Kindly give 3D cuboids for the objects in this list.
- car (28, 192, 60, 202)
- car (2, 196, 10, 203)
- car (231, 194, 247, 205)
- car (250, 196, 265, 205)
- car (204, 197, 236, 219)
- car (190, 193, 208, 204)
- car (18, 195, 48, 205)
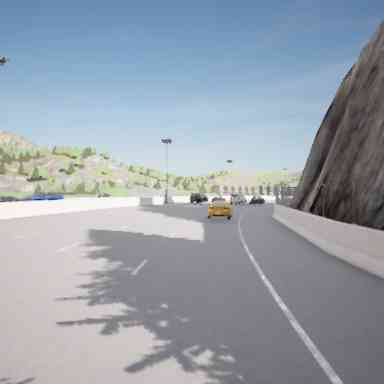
[{"bbox_3d":[-17.105,0.950,38.744,2.150,2.045,5.566,1,0,12],"label":"car"},{"bbox_3d":[-21.068,1.183,36.767,1.837,1.490,4.892,1,0,11],"label":"car"},{"bbox_3d":[8.940,1.345,64.333,2.150,2.045,5.566,0,0,23],"label":"car"},{"bbox_3d":[12.641,1.530,63.763,2.097,1.767,4.553,1,0,23],"label":"car"},{"bbox_3d":[2.584,1.511,29.424,1.882,1.535,5.008,1,0,10],"label":"car"},{"bbox_3d":[1.434,1.232,64.427,2.150,2.045,5.566,0,0,22],"label":"car"},{"bbox_3d":[-24.754,1.197,51.876,1.994,1.385,4.181,1,0,15],"label":"car"}]
